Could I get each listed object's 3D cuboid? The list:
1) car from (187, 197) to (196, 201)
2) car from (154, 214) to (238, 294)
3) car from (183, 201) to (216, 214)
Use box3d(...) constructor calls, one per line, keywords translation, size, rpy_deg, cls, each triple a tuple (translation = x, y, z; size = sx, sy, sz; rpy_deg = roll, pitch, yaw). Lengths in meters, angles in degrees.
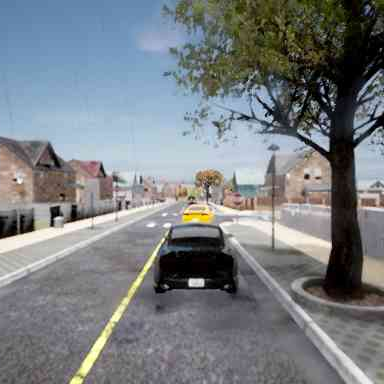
box3d(translation=(-0.094, 2.359, 73.983), size=(1.895, 1.301, 4.718), rpy_deg=(0, -1, 0), cls="car")
box3d(translation=(0.087, 1.556, 8.911), size=(1.837, 1.490, 4.892), rpy_deg=(0, -1, 0), cls="car")
box3d(translation=(0.592, 1.644, 23.590), size=(1.882, 1.535, 5.008), rpy_deg=(0, 0, 9), cls="car")
